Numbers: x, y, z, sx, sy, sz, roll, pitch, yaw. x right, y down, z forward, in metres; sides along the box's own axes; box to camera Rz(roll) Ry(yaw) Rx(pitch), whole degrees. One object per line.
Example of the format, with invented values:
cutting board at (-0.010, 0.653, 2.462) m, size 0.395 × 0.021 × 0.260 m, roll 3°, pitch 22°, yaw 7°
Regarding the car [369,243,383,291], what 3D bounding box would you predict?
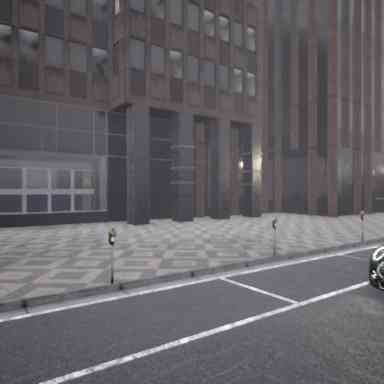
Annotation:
car at (6.101, 1.342, 7.737) m, size 4.553 × 1.767 × 2.097 m, roll 0°, pitch 0°, yaw -36°
